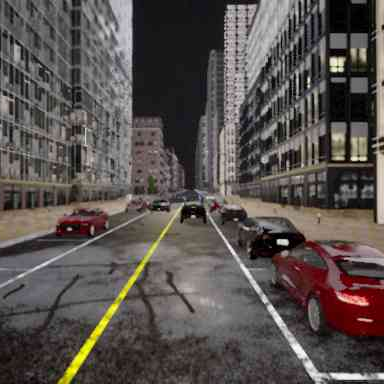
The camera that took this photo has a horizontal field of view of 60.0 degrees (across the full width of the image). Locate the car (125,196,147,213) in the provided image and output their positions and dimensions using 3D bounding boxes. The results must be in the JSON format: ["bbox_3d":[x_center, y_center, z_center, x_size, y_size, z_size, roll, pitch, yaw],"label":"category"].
[{"bbox_3d":[-5.686,1.426,33.872,1.802,1.307,4.206,1,0,0],"label":"car"}]

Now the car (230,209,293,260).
[{"bbox_3d":[2.698,1.515,11.988,1.947,1.339,4.313,1,0,0],"label":"car"}]

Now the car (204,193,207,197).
[{"bbox_3d":[2.692,1.304,50.572,2.008,1.369,4.403,1,0,0],"label":"car"}]

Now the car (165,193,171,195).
[{"bbox_3d":[-5.690,1.030,78.466,1.967,1.590,4.097,1,0,0],"label":"car"}]

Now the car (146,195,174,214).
[{"bbox_3d":[-3.101,1.351,33.471,1.837,1.490,4.892,0,0,0],"label":"car"}]

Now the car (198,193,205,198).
[{"bbox_3d":[2.686,1.027,95.187,1.887,1.381,4.507,1,0,0],"label":"car"}]

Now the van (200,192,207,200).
[{"bbox_3d":[2.691,0.931,78.456,1.690,1.788,3.998,1,0,0],"label":"van"}]

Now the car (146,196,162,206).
[{"bbox_3d":[-5.688,1.319,50.594,1.947,1.339,4.313,1,0,0],"label":"car"}]

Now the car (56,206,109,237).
[{"bbox_3d":[-5.683,1.468,17.692,1.887,1.381,4.507,1,0,0],"label":"car"}]

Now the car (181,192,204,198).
[{"bbox_3d":[0.095,1.156,41.174,2.097,1.767,4.553,0,0,0],"label":"car"}]

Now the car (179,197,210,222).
[{"bbox_3d":[0.097,1.394,24.848,1.837,1.490,4.892,0,0,0],"label":"car"}]

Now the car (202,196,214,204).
[{"bbox_3d":[2.691,1.304,56.150,1.802,1.307,4.206,1,0,0],"label":"car"}]

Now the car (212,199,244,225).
[{"bbox_3d":[2.696,1.451,22.687,2.008,1.369,4.403,1,0,0],"label":"car"}]

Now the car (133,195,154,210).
[{"bbox_3d":[-5.685,1.255,39.444,1.967,1.590,4.097,1,0,0],"label":"car"}]

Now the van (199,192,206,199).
[{"bbox_3d":[2.691,0.896,84.033,1.690,1.788,3.998,1,0,0],"label":"van"}]

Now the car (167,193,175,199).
[{"bbox_3d":[-5.694,1.085,89.615,1.947,1.339,4.313,1,0,0],"label":"car"}]

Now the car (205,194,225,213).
[{"bbox_3d":[2.696,1.284,33.841,1.967,1.590,4.097,1,0,0],"label":"car"}]

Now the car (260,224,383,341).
[{"bbox_3d":[2.698,1.555,6.315,1.802,1.307,4.206,1,0,0],"label":"car"}]

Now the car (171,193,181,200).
[{"bbox_3d":[-3.011,1.059,74.089,1.837,1.490,4.892,0,0,0],"label":"car"}]
